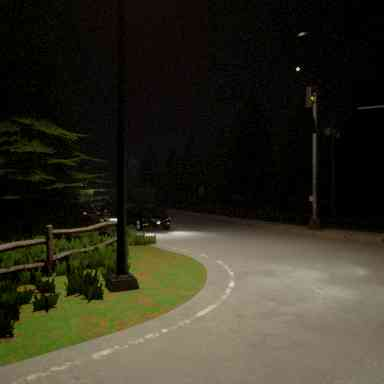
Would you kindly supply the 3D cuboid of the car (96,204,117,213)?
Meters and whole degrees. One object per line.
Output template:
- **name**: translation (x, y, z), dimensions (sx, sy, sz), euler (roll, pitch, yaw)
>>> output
- **car**: translation (-7.045, 1.537, 29.761), dimensions (1.994, 1.385, 4.181), euler (0, 0, -24)

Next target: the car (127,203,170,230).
- **car**: translation (-2.893, 1.478, 20.716), dimensions (1.837, 1.490, 4.892), euler (0, 0, -25)

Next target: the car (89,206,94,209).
- **car**: translation (-11.219, 1.499, 39.095), dimensions (1.812, 1.442, 4.674), euler (0, 0, -24)
